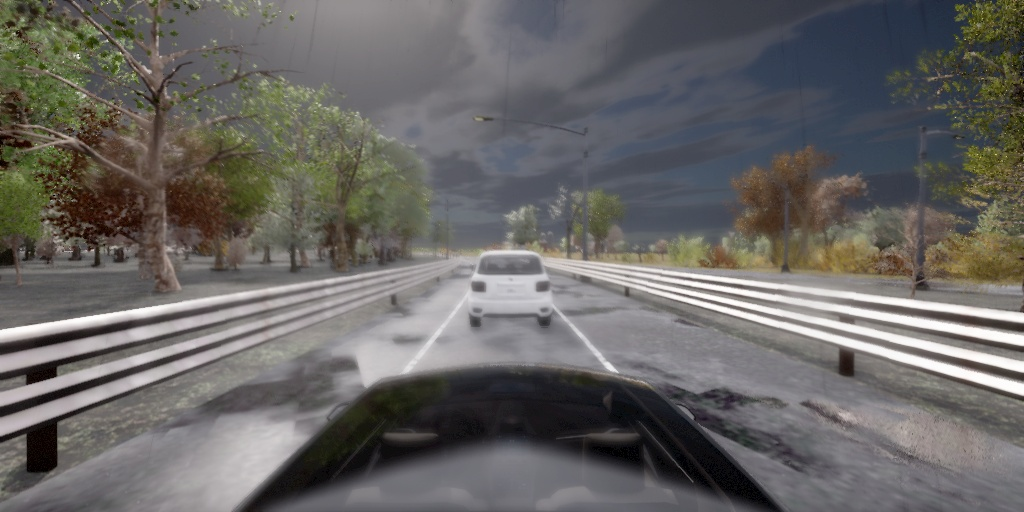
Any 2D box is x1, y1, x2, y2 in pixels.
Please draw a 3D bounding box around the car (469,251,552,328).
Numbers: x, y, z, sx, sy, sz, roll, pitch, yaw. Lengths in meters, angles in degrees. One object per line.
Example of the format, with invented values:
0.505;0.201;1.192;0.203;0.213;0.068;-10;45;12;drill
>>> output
-0.103;0.866;11.138;2.150;2.045;5.566;0;1;-2;car
